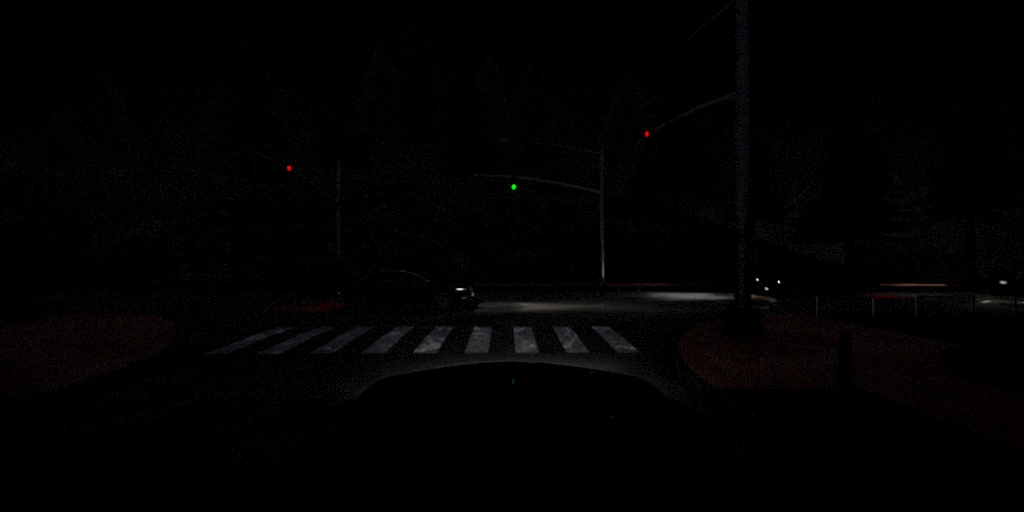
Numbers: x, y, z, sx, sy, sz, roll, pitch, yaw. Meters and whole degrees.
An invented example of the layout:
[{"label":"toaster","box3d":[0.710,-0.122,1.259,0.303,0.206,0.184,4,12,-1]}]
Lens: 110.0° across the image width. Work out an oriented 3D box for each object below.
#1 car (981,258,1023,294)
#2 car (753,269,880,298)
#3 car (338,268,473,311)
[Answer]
[{"label":"car","box3d":[26.307,0.880,17.171,5.566,2.045,2.150,-1,0,0]},{"label":"car","box3d":[14.414,1.265,17.206,4.718,1.301,1.895,0,0,0]},{"label":"car","box3d":[-3.943,1.196,13.589,4.902,1.511,2.128,0,0,0]}]
